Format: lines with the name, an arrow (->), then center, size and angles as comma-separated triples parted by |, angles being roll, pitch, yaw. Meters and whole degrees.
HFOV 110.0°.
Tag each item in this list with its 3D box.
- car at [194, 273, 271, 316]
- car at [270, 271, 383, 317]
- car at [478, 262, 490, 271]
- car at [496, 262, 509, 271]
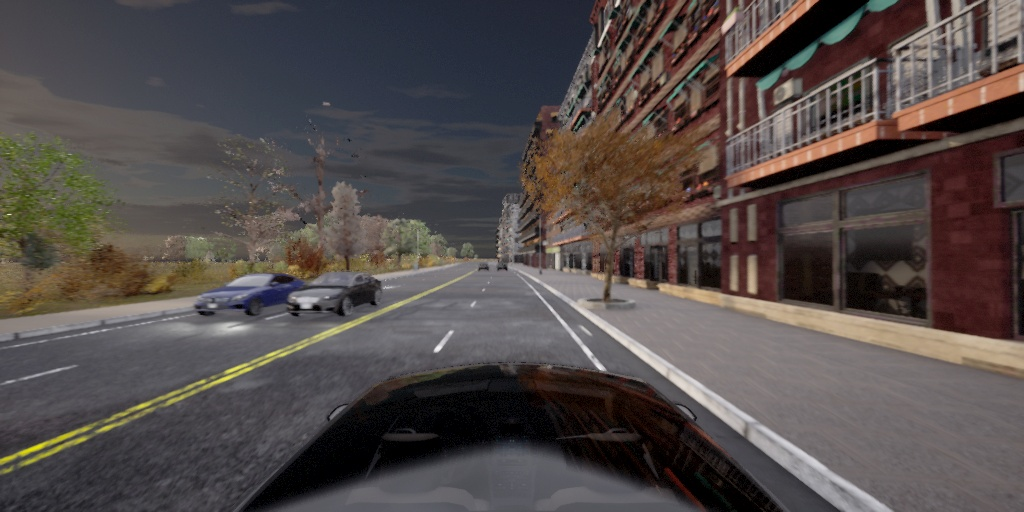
car -> -9.814, 1.392, 14.060 | 1.812, 1.442, 4.674 | 0, -1, 0
car -> -6.563, 1.354, 13.863 | 2.128, 1.511, 4.902 | 0, -1, 0
car -> -4.868, 1.831, 61.665 | 1.837, 1.490, 4.892 | 0, -1, -3
car -> -1.626, 1.830, 61.921 | 1.837, 1.490, 4.892 | 0, -1, -3
